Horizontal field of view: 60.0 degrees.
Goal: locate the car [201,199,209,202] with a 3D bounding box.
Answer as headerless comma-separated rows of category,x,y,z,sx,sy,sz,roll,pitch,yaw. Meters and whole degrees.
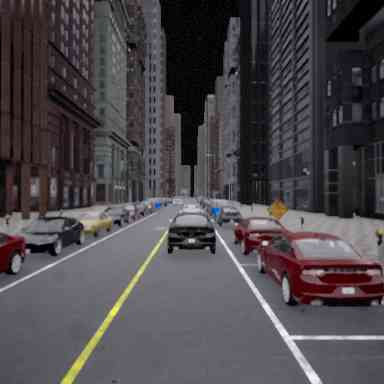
car,2.712,2.019,47.543,2.008,1.369,4.403,0,-1,0

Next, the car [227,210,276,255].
car,2.747,1.675,13.727,1.887,1.381,4.507,0,-1,0

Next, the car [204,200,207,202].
car,2.718,1.992,41.907,1.802,1.307,4.206,0,-1,0

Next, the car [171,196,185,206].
car,-3.073,1.949,71.756,2.150,2.045,5.566,0,-1,0

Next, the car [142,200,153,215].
car,-5.801,1.918,36.246,1.947,1.339,4.313,0,-1,0

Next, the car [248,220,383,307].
car,2.753,1.622,8.091,1.887,1.381,4.507,0,-1,0

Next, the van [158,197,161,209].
van,-5.813,1.809,47.521,1.690,1.788,3.998,0,-1,0

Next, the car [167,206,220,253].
car,-0.009,1.615,14.464,1.882,1.535,5.008,0,0,0

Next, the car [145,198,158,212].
car,-5.807,1.850,41.884,1.967,1.590,4.097,0,-1,0

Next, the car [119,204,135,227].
car,-5.789,1.805,24.973,1.947,1.339,4.313,0,-1,0

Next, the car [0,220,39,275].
car,-5.772,1.622,8.065,1.887,1.381,4.507,0,-1,0

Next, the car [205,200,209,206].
car,2.724,1.903,36.271,2.008,1.369,4.403,0,-1,0

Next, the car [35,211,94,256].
car,-5.777,1.696,13.701,1.947,1.339,4.313,0,-1,0

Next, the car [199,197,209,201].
car,2.701,2.132,58.815,1.887,1.381,4.507,0,-1,0

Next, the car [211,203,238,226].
car,2.736,1.790,24.999,2.008,1.369,4.403,0,-1,0

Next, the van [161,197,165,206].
van,-5.819,1.869,53.157,1.690,1.788,3.998,0,-1,0

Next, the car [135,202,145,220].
car,-5.795,1.877,30.610,1.802,1.307,4.206,0,-1,0

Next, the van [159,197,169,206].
van,-5.836,2.048,70.065,1.690,1.788,3.998,0,-1,0

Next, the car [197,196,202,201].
car,2.688,2.022,70.089,2.192,1.841,5.009,0,-1,0

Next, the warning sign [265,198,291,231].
warning sign,5.049,1.302,19.589,1.300,1.860,1.060,0,0,0

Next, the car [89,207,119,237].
car,-5.783,1.708,19.167,1.752,1.417,4.829,0,-1,0

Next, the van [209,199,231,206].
van,2.729,1.637,30.637,1.690,1.788,3.998,0,-1,0

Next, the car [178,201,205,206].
car,-0.024,1.809,29.392,1.812,1.442,4.674,0,0,0

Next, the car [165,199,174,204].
car,-5.853,2.438,86.972,1.887,1.381,4.507,0,-1,0

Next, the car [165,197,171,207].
car,-5.831,1.962,64.429,2.192,1.841,5.009,0,-1,0
